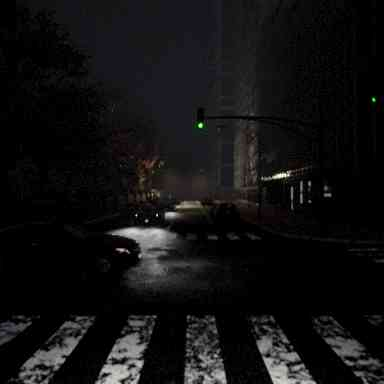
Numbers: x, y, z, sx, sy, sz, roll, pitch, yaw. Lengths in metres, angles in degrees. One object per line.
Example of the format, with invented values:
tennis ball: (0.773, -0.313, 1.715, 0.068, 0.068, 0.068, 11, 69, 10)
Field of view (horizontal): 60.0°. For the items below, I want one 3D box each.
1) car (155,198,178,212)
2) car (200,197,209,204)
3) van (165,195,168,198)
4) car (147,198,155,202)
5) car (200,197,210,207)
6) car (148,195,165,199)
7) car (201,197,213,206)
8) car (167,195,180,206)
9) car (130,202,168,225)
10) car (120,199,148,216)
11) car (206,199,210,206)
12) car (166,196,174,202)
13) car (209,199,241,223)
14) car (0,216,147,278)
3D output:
car: (-3.136, 1.745, 41.082, 1.895, 1.301, 4.718, 0, 0, 0)
car: (2.625, 1.753, 71.960, 1.752, 1.417, 4.829, 0, 0, 0)
van: (-5.760, 1.579, 77.474, 1.690, 1.788, 3.998, 0, 0, 0)
car: (-5.724, 1.683, 37.691, 2.008, 1.369, 4.403, 0, 0, 0)
car: (2.641, 1.753, 54.743, 1.947, 1.339, 4.313, 0, 0, 0)
car: (-5.734, 1.485, 49.058, 2.192, 1.841, 5.009, 0, 0, 0)
car: (2.636, 1.642, 60.425, 1.967, 1.590, 4.097, 0, 0, 0)
car: (-3.057, 1.720, 59.543, 1.882, 1.535, 5.008, 0, 0, 0)
car: (-3.124, 1.689, 25.111, 1.895, 1.301, 4.718, 0, 0, 0)
car: (-5.718, 1.657, 32.008, 1.887, 1.381, 4.507, 0, 0, 0)
car: (2.662, 1.678, 32.019, 1.947, 1.339, 4.313, 0, 0, 0)
car: (-5.772, 1.836, 88.840, 1.802, 1.307, 4.206, 0, 0, 0)
car: (2.669, 1.533, 26.339, 1.967, 1.590, 4.097, 0, 0, 0)
car: (-3.854, 1.569, 9.668, 4.674, 1.442, 1.812, 0, 0, 1)
